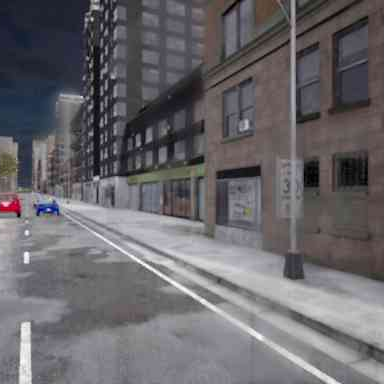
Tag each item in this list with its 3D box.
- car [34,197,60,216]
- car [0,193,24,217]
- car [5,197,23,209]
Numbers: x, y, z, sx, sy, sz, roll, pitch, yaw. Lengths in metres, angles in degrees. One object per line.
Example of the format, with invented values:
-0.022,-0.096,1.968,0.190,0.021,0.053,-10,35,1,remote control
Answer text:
-13.593,1.370,31.270,1.882,1.535,5.008,0,0,-26,car
-16.019,1.105,28.947,2.150,2.045,5.566,0,0,-26,car
-22.530,1.352,42.120,1.812,1.442,4.674,0,0,-26,car
